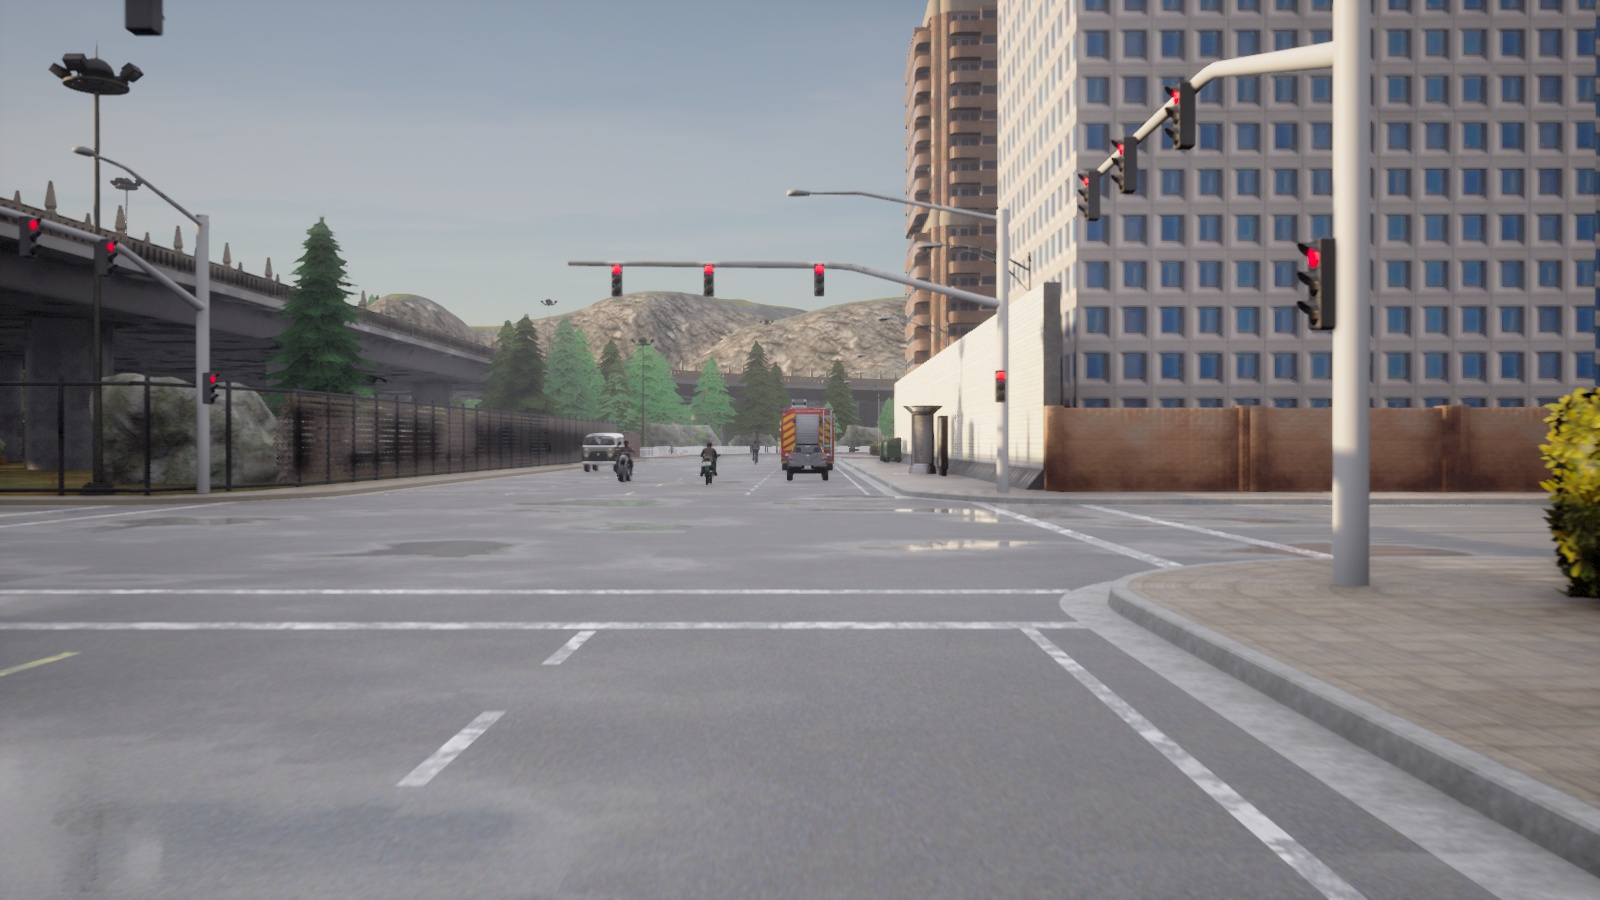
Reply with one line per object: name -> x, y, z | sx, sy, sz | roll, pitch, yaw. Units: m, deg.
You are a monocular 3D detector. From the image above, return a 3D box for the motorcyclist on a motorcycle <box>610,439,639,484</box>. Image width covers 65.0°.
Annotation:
motorcyclist on a motorcycle -> -6.713, 0.420, 48.078 | 0.766, 1.649, 2.350 | 0, 1, 0

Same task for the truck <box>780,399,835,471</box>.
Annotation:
truck -> 0.418, -0.818, 70.994 | 2.891, 3.827, 8.468 | 0, 0, 0

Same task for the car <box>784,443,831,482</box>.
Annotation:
car -> 0.304, 0.473, 50.999 | 1.845, 1.501, 3.633 | 0, 0, 0

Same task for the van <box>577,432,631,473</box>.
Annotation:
van -> -10.117, 0.095, 65.012 | 2.069, 2.038, 4.480 | 0, 0, 0

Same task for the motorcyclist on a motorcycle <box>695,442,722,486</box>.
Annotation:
motorcyclist on a motorcycle -> -3.232, 0.474, 44.649 | 0.797, 1.523, 2.044 | 0, 0, 0
